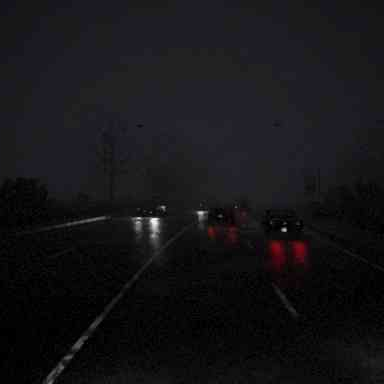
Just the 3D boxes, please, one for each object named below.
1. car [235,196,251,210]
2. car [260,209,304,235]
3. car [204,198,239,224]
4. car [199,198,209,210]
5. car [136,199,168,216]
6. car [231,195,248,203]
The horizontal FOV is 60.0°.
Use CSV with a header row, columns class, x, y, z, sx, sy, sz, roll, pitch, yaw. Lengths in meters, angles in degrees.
class,x,y,z,sx,sy,sz,roll,pitch,yaw
car,6.402,1.478,42.182,2.128,1.511,4.902,0,0,17
car,4.931,1.599,18.899,1.895,1.301,4.718,0,0,7
car,2.352,1.466,24.975,1.882,1.535,5.008,0,0,9
car,2.255,1.480,41.184,1.837,1.490,4.892,0,0,16
car,-3.710,1.471,31.624,1.837,1.490,4.892,0,0,12
car,10.137,1.477,70.568,2.033,1.411,5.357,0,0,26
